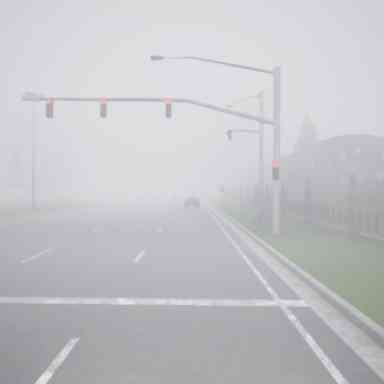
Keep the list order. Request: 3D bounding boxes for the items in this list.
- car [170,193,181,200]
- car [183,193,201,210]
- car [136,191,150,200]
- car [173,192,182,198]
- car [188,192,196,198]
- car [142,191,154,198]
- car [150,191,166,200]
[{"bbox_3d":[-3.501,0.947,69.026,2.128,1.511,4.902,0,0,0],"label":"car"},{"bbox_3d":[-0.001,1.196,38.414,1.837,1.490,4.892,0,0,0],"label":"car"},{"bbox_3d":[-10.501,0.989,69.410,1.994,1.385,4.181,0,0,0],"label":"car"},{"bbox_3d":[-3.501,0.792,79.475,1.895,1.301,4.718,0,0,0],"label":"car"},{"bbox_3d":[-0.001,0.721,79.445,1.812,1.442,4.674,0,0,0],"label":"car"},{"bbox_3d":[-10.501,0.553,79.413,2.097,1.767,4.553,0,0,0],"label":"car"},{"bbox_3d":[-7.001,0.920,69.026,1.882,1.535,5.008,0,0,0],"label":"car"}]
